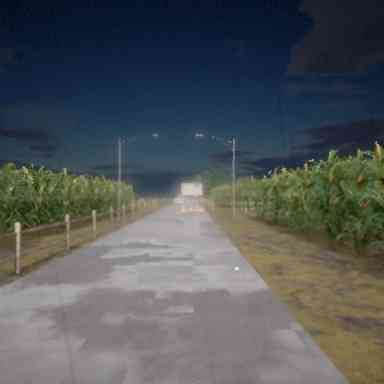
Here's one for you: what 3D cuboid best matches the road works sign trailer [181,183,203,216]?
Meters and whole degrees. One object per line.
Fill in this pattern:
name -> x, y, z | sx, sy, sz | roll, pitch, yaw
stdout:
road works sign trailer -> -0.005, 0.754, 37.072 | 2.380, 3.560, 2.880 | 0, 0, 0

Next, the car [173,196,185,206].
car -> -2.763, 1.808, 70.986 | 2.150, 2.045, 5.566 | 0, -1, 0
